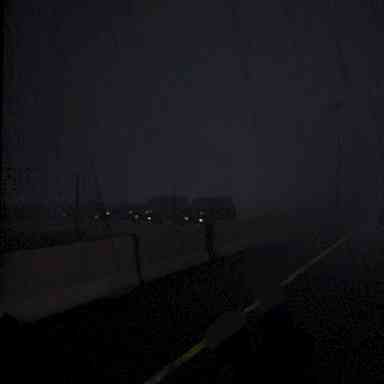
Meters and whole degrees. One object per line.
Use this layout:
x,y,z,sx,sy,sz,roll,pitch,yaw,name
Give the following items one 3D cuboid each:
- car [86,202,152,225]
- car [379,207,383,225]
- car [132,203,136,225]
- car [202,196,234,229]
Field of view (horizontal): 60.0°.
-5.472,1.537,25.593,2.128,1.511,4.902,0,-1,32,car
15.776,1.802,26.032,2.128,1.511,4.902,0,-1,32,car
-2.185,1.290,24.238,2.150,2.045,5.566,0,-1,32,car
1.130,1.314,22.929,2.150,2.045,5.566,0,-1,32,car
